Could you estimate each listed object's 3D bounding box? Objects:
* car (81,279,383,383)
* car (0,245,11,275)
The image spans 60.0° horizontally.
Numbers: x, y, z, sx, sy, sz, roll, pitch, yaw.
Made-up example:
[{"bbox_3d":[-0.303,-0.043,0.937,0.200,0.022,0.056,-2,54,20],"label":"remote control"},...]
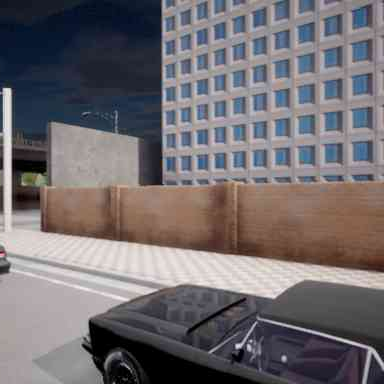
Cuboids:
[{"bbox_3d":[1.056,1.605,3.232,4.718,1.301,1.895,0,0,36],"label":"car"},{"bbox_3d":[-6.975,1.598,8.959,5.357,1.411,2.033,0,0,36],"label":"car"}]
